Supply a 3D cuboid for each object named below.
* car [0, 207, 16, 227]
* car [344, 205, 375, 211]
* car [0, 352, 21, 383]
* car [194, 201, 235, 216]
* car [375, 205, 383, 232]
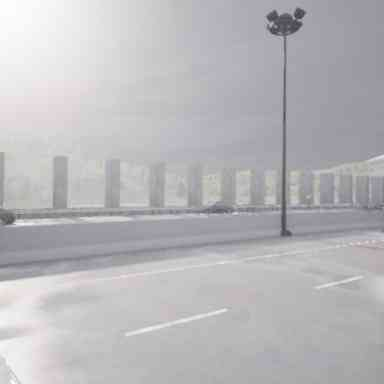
[{"bbox_3d":[-13.433,1.505,20.146,4.892,1.490,1.837,1,0,-35],"label":"car"},{"bbox_3d":[16.492,1.870,31.501,4.718,1.301,1.895,1,0,-32],"label":"car"},{"bbox_3d":[-3.280,1.583,1.373,4.718,1.301,1.895,1,0,-36],"label":"car"},{"bbox_3d":[2.398,1.711,35.004,4.674,1.442,1.812,1,0,-33],"label":"car"},{"bbox_3d":[11.156,1.373,15.414,5.566,2.045,2.150,1,-1,-33],"label":"car"}]
